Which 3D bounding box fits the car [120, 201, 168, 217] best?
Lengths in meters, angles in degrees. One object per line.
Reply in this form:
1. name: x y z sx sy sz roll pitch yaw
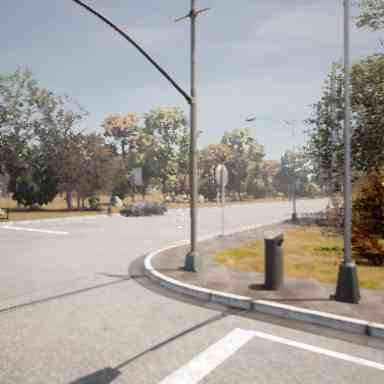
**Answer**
1. car: -4.494 1.602 31.956 2.033 1.411 5.357 0 0 32
